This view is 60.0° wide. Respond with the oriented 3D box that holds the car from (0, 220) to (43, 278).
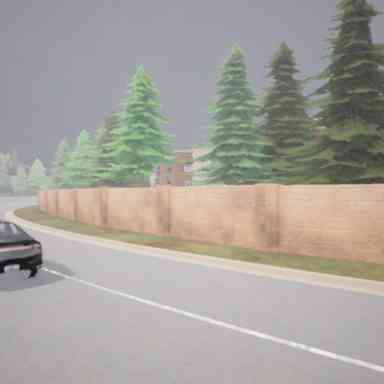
[{"bbox_3d":[-5.850,1.511,9.134,4.902,1.511,2.128,0,0,42],"label":"car"}]
